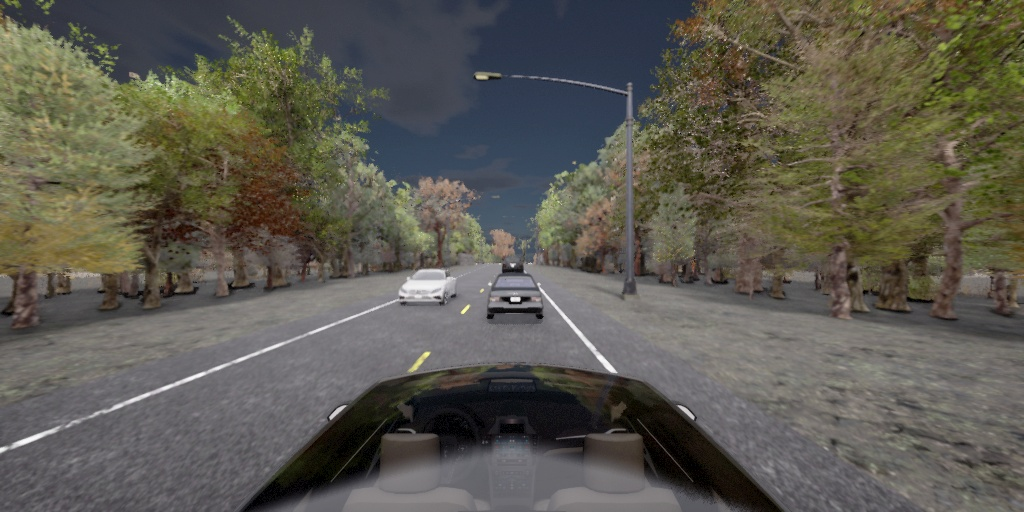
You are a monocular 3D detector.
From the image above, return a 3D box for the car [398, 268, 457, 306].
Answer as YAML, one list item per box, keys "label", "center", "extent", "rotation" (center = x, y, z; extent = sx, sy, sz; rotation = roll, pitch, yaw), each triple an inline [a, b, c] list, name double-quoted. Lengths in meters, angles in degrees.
- label: "car"
  center: [-3.602, 1.302, 16.100]
  extent: [1.812, 1.442, 4.674]
  rotation: [0, 0, 0]

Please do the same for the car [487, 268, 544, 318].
- label: "car"
  center: [0.097, 1.318, 12.979]
  extent: [2.033, 1.411, 5.357]
  rotation: [0, 0, 0]

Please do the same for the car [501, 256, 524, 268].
- label: "car"
  center: [0.075, 1.036, 36.458]
  extent: [2.150, 2.045, 5.566]
  rotation: [0, 0, 0]
